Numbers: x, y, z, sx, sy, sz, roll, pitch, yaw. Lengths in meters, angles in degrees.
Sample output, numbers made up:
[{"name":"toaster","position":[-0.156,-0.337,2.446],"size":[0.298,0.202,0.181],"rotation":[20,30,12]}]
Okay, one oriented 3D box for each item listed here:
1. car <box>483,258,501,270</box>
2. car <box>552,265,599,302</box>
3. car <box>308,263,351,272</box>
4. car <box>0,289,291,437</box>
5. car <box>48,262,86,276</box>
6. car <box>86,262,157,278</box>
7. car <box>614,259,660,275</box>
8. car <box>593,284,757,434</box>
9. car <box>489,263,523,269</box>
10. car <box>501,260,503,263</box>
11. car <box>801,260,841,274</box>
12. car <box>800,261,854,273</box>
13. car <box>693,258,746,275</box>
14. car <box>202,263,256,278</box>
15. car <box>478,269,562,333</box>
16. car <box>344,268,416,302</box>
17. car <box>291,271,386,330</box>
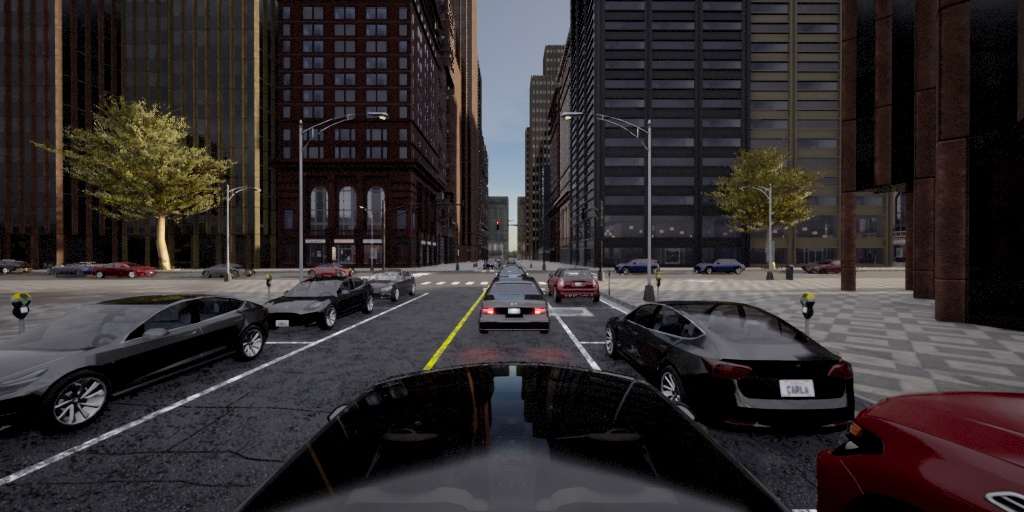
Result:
[{"name":"car","position":[-3.074,1.122,53.130],"size":[2.097,1.767,4.553],"rotation":[0,0,0]},{"name":"car","position":[2.756,1.191,16.819],"size":[1.967,1.591,4.097],"rotation":[0,0,0]},{"name":"car","position":[-17.477,1.368,34.901],"size":[4.181,1.385,1.994],"rotation":[0,0,0]},{"name":"car","position":[-5.765,1.315,5.541],"size":[1.948,1.339,4.313],"rotation":[0,0,0]},{"name":"car","position":[-46.515,1.433,38.274],"size":[4.181,1.385,1.994],"rotation":[0,0,0]},{"name":"car","position":[-37.590,1.338,34.858],"size":[5.008,1.535,1.882],"rotation":[0,0,0]},{"name":"car","position":[13.334,1.063,38.427],"size":[4.553,1.767,2.097],"rotation":[0,0,0]},{"name":"car","position":[2.760,1.315,5.546],"size":[1.948,1.339,4.313],"rotation":[0,0,0]},{"name":"car","position":[-0.008,1.299,20.725],"size":[2.033,1.411,5.357],"rotation":[0,0,0]},{"name":"car","position":[-3.096,1.343,63.090],"size":[1.994,1.385,4.181],"rotation":[0,0,0]},{"name":"car","position":[34.144,1.191,38.472],"size":[4.674,1.442,1.812],"rotation":[0,0,0]},{"name":"car","position":[36.597,1.246,41.727],"size":[4.718,1.301,1.895],"rotation":[0,0,0]},{"name":"car","position":[22.049,1.043,38.449],"size":[4.553,1.767,2.097],"rotation":[0,0,0]},{"name":"car","position":[-27.484,1.396,34.879],"size":[4.181,1.385,1.994],"rotation":[0,0,0]},{"name":"car","position":[0.060,1.298,10.653],"size":[2.033,1.411,5.357],"rotation":[0,0,0]},{"name":"car","position":[-5.769,1.301,16.814],"size":[2.007,1.370,4.403],"rotation":[0,0,0]},{"name":"car","position":[-5.767,1.316,11.177],"size":[1.948,1.339,4.313],"rotation":[0,0,0]}]
